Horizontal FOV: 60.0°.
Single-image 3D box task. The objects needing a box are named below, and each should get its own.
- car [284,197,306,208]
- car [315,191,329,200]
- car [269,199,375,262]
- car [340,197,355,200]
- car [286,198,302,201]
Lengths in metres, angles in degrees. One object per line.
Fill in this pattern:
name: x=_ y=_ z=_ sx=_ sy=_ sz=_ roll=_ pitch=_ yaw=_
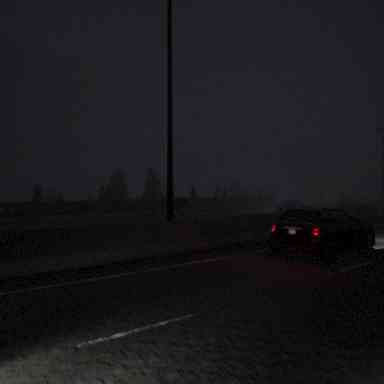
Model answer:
car: x=14.139 y=1.445 z=45.492 sx=1.994 sy=1.385 sz=4.181 roll=0 pitch=0 yaw=29
car: x=27.573 y=0.877 z=70.978 sx=2.150 sy=2.045 sz=5.566 roll=0 pitch=0 yaw=12
car: x=4.893 y=1.317 z=12.274 sx=4.553 sy=1.767 sz=2.097 roll=0 pitch=0 yaw=-41
car: x=17.308 y=1.364 z=37.285 sx=1.882 sy=1.535 sz=5.008 roll=0 pitch=0 yaw=33
car: x=9.797 y=1.479 z=32.836 sx=1.994 sy=1.385 sz=4.181 roll=0 pitch=0 yaw=38
